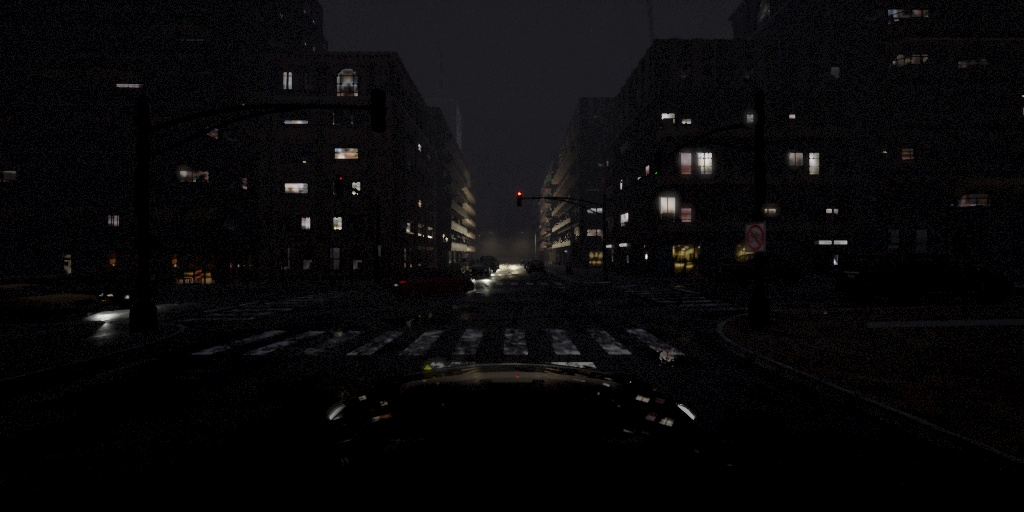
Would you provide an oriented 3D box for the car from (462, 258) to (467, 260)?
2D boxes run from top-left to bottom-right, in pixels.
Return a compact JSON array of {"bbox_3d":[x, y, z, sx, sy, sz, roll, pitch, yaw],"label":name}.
[{"bbox_3d":[-5.621,1.283,40.646,1.751,1.417,4.829,0,0,0],"label":"car"}]

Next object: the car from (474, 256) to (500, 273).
[{"bbox_3d":[-3.024,0.979,44.098,2.150,2.045,5.566,0,0,0],"label":"car"}]

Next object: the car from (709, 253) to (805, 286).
[{"bbox_3d":[14.610,0.759,21.433,5.009,1.841,2.192,0,0,0],"label":"car"}]

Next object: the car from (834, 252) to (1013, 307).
[{"bbox_3d":[14.730,0.775,13.054,5.009,1.841,2.192,0,0,0],"label":"car"}]

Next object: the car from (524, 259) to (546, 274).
[{"bbox_3d":[2.759,1.198,40.803,1.967,1.591,4.097,0,0,0],"label":"car"}]

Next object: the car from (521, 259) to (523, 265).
[{"bbox_3d":[2.790,1.348,57.851,1.802,1.307,4.207,0,0,0],"label":"car"}]

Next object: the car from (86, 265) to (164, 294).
[{"bbox_3d":[-23.565,1.462,21.136,5.009,1.841,2.192,0,0,0],"label":"car"}]

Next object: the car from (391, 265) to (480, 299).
[{"bbox_3d":[-4.102,1.359,18.764,4.181,1.385,1.994,-1,0,-38],"label":"car"}]

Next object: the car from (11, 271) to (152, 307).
[{"bbox_3d":[-18.994,1.582,15.408,4.892,1.490,1.837,-1,0,0],"label":"car"}]

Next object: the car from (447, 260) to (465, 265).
[{"bbox_3d":[-5.631,1.322,35.134,1.948,1.339,4.313,0,0,0],"label":"car"}]

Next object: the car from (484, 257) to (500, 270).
[{"bbox_3d":[-2.991,1.116,54.433,2.097,1.767,4.553,0,0,0],"label":"car"}]

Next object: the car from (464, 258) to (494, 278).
[{"bbox_3d":[-3.044,1.233,34.119,1.882,1.535,5.008,0,0,0],"label":"car"}]

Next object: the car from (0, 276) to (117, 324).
[{"bbox_3d":[-17.611,1.585,12.829,4.829,1.417,1.751,0,0,0],"label":"car"}]
